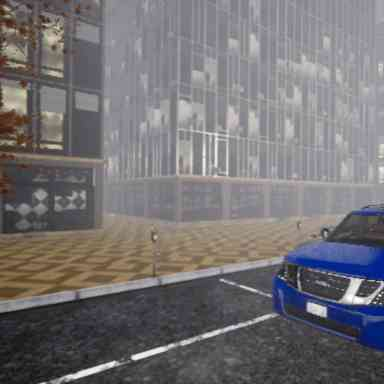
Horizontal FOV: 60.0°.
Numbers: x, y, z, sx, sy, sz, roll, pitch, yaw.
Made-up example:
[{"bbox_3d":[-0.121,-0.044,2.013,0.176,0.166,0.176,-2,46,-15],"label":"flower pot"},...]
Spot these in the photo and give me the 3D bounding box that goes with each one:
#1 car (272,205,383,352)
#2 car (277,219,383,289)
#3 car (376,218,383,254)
[{"bbox_3d":[3.954,1.280,6.198,5.566,2.045,2.150,0,0,-36],"label":"car"},{"bbox_3d":[4.803,1.636,9.984,4.403,1.369,2.008,1,0,-36],"label":"car"},{"bbox_3d":[9.436,1.701,13.291,4.313,1.339,1.947,1,0,-36],"label":"car"}]
